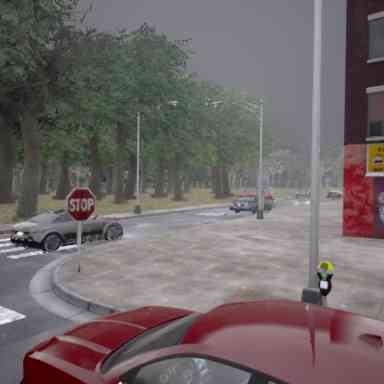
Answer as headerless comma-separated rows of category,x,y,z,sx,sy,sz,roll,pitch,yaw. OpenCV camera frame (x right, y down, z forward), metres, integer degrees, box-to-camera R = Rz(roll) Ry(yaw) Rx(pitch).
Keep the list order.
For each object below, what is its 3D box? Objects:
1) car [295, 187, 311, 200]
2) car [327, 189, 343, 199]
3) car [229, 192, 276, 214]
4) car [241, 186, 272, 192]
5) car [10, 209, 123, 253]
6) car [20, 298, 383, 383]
car,16.547,0.106,48.021,2.097,1.767,4.553,1,2,35
car,22.051,0.285,50.857,1.812,1.442,4.674,1,2,35
car,4.960,0.962,26.786,2.033,1.411,5.357,1,2,35
car,6.519,0.433,34.060,2.150,2.045,5.566,1,2,35
car,-4.756,1.363,13.102,1.994,1.385,4.181,1,2,35
car,0.482,1.545,2.448,4.507,1.381,1.887,0,1,35
